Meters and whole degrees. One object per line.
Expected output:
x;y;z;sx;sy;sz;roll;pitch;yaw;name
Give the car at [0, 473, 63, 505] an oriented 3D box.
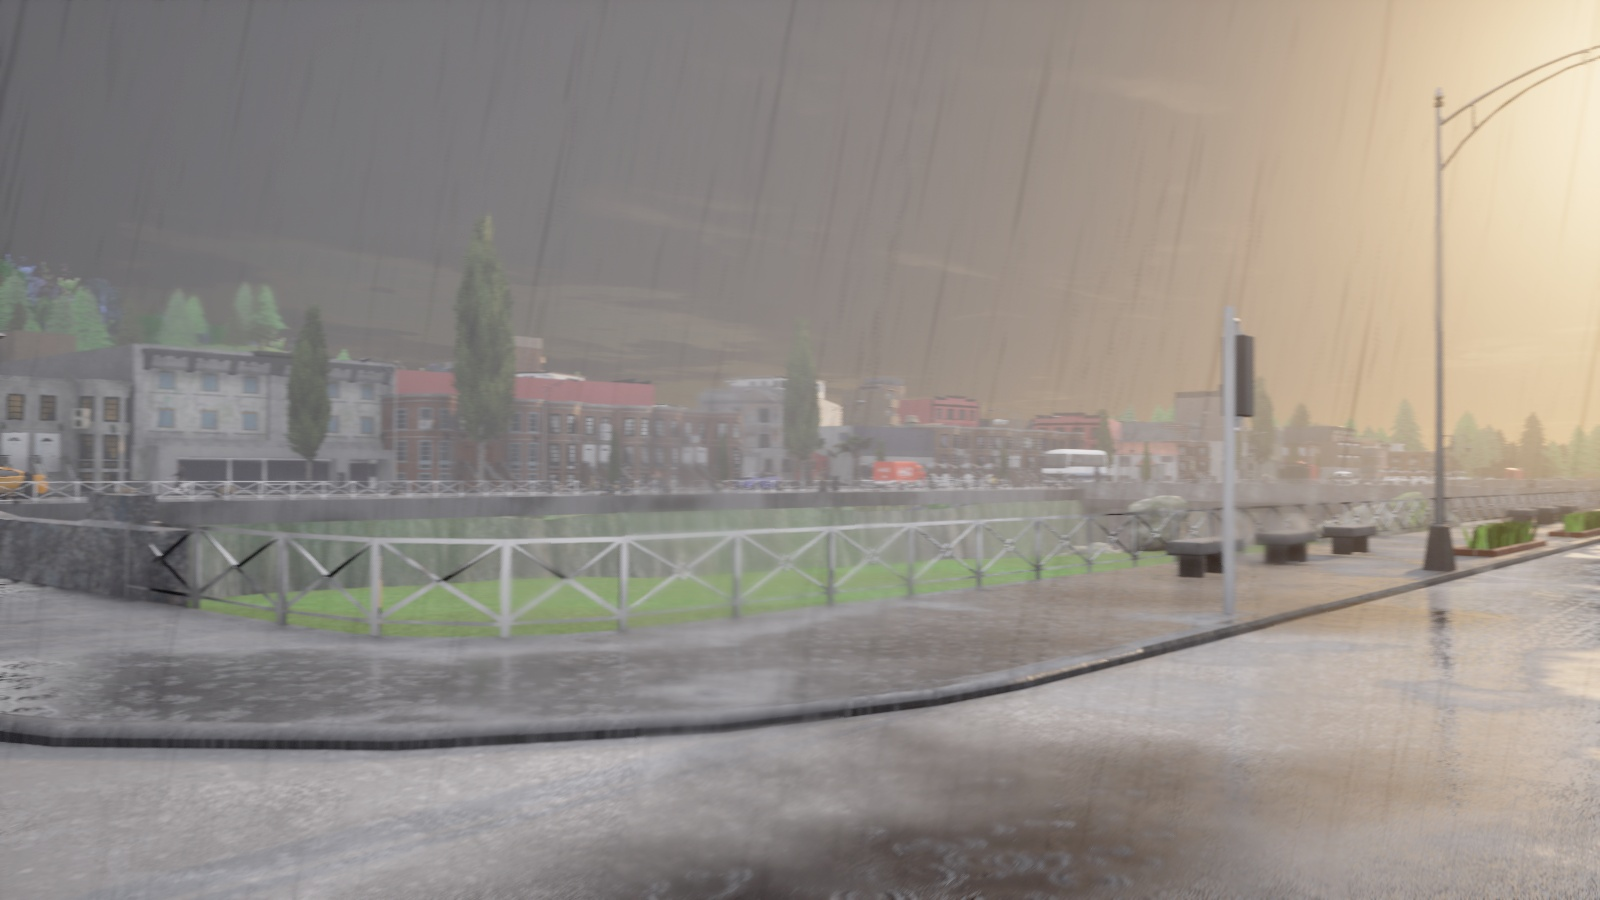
-38.445;1.863;60.210;1.882;1.535;5.008;-1;-1;40;car
